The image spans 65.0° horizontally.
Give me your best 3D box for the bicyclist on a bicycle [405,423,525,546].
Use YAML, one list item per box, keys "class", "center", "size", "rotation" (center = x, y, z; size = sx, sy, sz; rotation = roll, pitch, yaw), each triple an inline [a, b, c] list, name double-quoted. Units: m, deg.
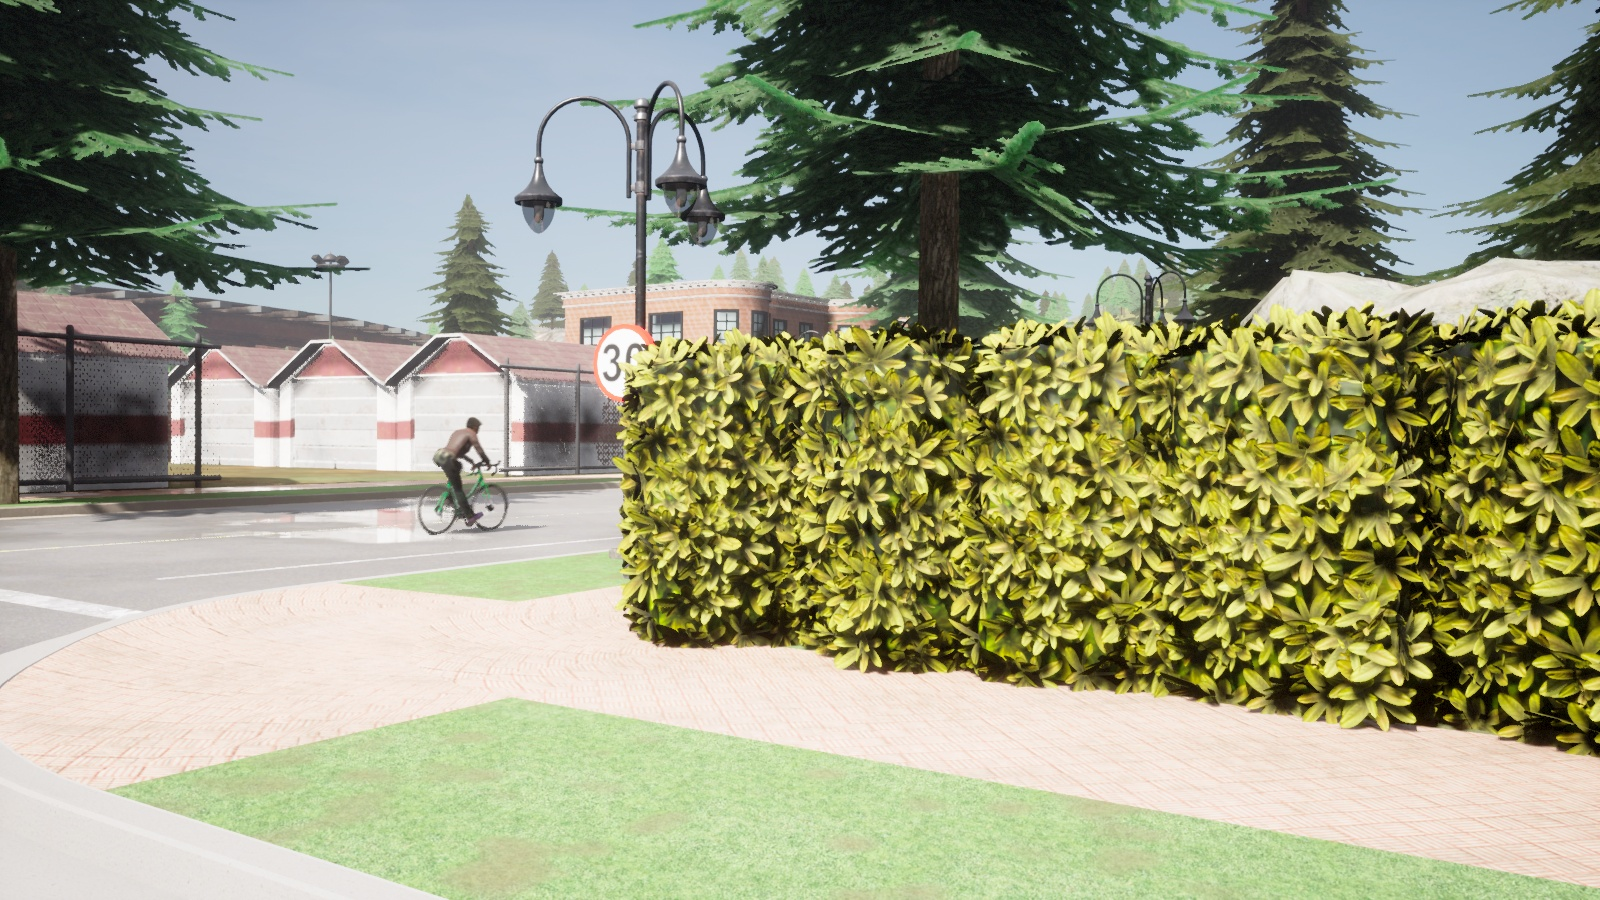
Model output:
- class: "bicyclist on a bicycle"
  center: [-4.644, 0.449, 17.494]
  size: [0.582, 1.620, 1.656]
  rotation: [0, 1, 32]
